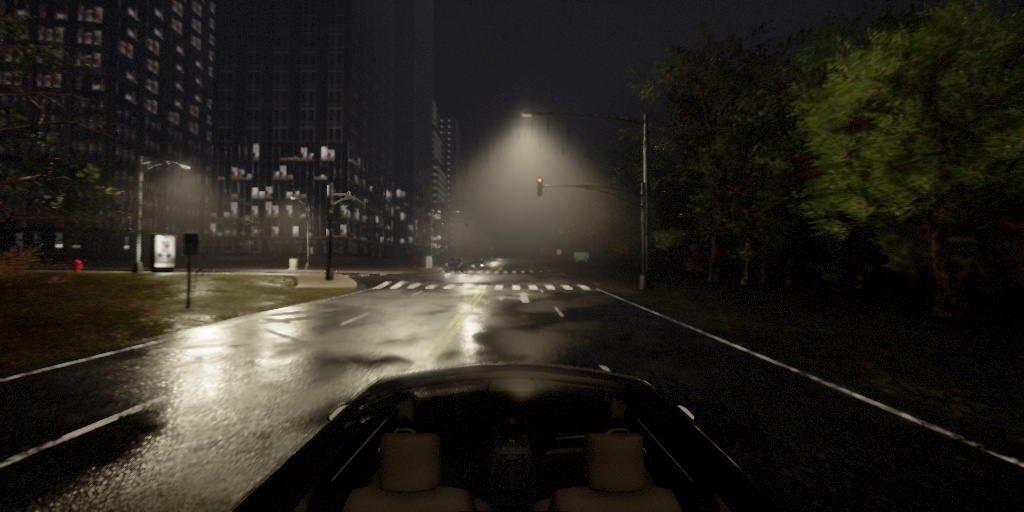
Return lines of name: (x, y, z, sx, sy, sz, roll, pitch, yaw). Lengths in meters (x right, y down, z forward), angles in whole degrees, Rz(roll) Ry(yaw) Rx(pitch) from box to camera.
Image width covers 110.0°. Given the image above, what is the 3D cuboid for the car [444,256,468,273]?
car: (-6.466, 0.900, 41.771, 2.097, 1.767, 4.553, 1, 2, 1)
